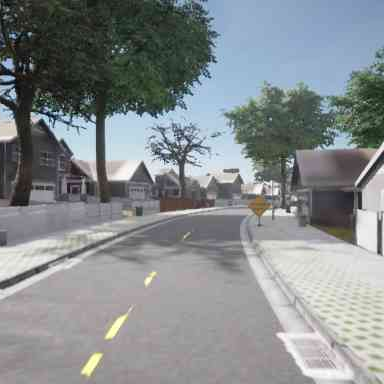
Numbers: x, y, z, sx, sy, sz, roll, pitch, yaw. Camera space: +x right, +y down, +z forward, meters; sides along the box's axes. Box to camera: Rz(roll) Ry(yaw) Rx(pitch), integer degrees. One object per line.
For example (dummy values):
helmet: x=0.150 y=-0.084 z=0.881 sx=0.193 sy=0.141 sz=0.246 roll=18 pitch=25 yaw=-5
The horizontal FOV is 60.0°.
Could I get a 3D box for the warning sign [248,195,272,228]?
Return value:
warning sign: x=3.942 y=1.126 z=19.505 sx=1.300 sy=1.860 sz=1.060 roll=-1 pitch=-1 yaw=8
